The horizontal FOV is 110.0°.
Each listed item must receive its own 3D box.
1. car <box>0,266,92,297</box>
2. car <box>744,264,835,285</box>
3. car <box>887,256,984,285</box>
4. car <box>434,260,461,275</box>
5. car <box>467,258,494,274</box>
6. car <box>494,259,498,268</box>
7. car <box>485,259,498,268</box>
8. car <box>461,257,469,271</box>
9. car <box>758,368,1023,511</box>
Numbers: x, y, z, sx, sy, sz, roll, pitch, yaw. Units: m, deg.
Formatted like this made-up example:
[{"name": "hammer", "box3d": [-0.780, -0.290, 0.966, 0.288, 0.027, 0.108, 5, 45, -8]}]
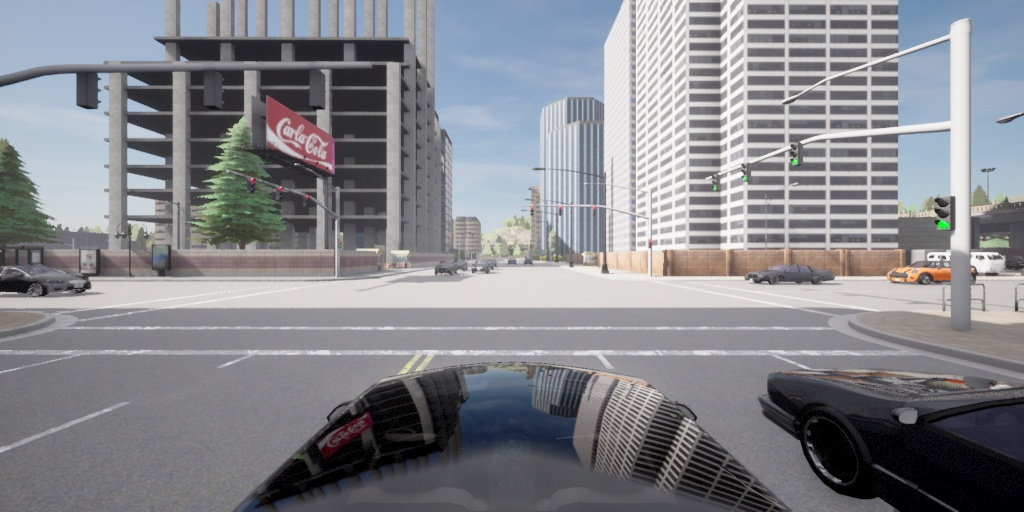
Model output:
[{"name": "car", "box3d": [-24.263, 1.240, 18.045, 4.902, 1.511, 2.128, 0, 0, 0]}, {"name": "car", "box3d": [19.648, 1.294, 25.457, 5.357, 1.411, 2.033, 0, 0, 0]}, {"name": "car", "box3d": [29.657, 1.098, 25.477, 4.553, 1.767, 2.097, 0, 0, 1]}, {"name": "car", "box3d": [-7.081, 1.249, 38.750, 1.837, 1.490, 4.892, 0, 0, 0]}, {"name": "car", "box3d": [-3.580, 1.235, 41.749, 2.128, 1.511, 4.902, 0, 0, 0]}, {"name": "car", "box3d": [-3.573, 1.234, 51.816, 2.128, 1.511, 4.902, 0, 0, 0]}, {"name": "car", "box3d": [-3.539, 1.246, 62.547, 1.837, 1.490, 4.892, 0, 0, 0]}, {"name": "car", "box3d": [-7.075, 1.247, 48.163, 1.837, 1.490, 4.892, 0, 0, 0]}, {"name": "car", "box3d": [3.597, 1.298, 1.411, 2.033, 1.411, 5.357, 0, 0, 0]}]
